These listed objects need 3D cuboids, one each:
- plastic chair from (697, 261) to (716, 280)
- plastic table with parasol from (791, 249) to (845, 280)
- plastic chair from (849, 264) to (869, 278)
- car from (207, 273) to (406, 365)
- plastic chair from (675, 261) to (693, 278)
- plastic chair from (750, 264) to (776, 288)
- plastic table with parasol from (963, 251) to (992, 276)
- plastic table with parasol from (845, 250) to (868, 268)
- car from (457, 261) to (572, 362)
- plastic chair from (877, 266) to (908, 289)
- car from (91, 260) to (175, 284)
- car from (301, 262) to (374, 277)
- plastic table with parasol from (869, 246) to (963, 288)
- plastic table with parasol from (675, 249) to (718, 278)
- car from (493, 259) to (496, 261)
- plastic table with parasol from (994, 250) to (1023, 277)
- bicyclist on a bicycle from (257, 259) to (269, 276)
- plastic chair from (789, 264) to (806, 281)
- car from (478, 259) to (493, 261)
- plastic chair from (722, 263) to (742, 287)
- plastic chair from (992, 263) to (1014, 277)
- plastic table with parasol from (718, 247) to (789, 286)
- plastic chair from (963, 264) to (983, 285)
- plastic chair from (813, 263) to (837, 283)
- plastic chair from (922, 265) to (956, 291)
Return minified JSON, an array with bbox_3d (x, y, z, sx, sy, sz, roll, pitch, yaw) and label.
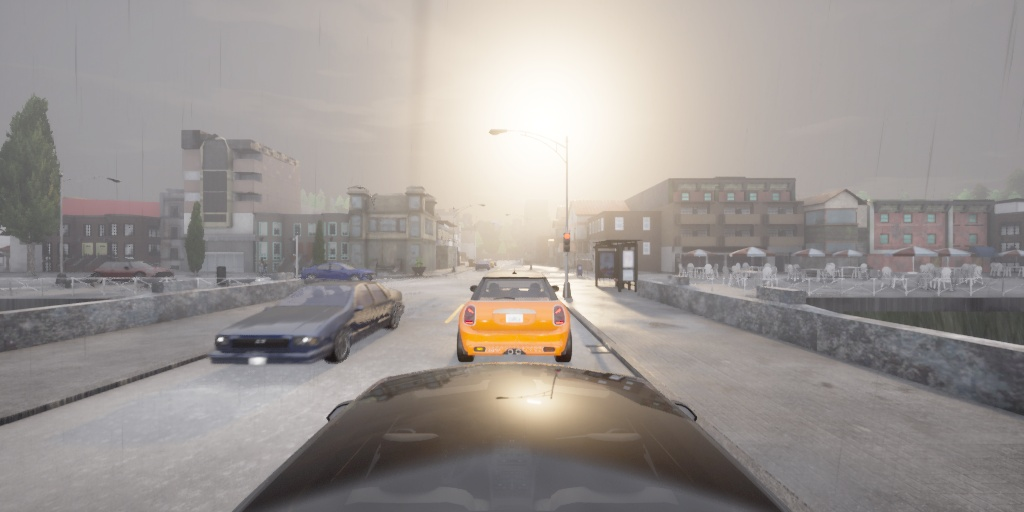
[{"bbox_3d":[15.805,1.279,29.210,0.750,1.272,0.730,0,0,0],"label":"plastic chair"},{"bbox_3d":[22.905,0.675,27.458,2.482,2.480,2.482,0,0,0],"label":"plastic table with parasol"},{"bbox_3d":[29.906,1.278,30.806,0.750,1.272,0.730,0,0,0],"label":"plastic chair"},{"bbox_3d":[-4.065,1.297,8.402,2.033,1.411,5.357,0,0,0],"label":"car"},{"bbox_3d":[14.706,1.278,30.610,0.730,1.272,0.750,0,0,0],"label":"plastic chair"},{"bbox_3d":[15.003,1.279,21.410,0.750,1.272,0.730,0,0,0],"label":"plastic chair"},{"bbox_3d":[30.514,0.675,25.085,2.482,2.480,2.482,0,0,0],"label":"plastic table with parasol"},{"bbox_3d":[30.236,0.674,32.175,2.482,2.480,2.482,0,0,0],"label":"plastic table with parasol"},{"bbox_3d":[0.062,1.102,8.353,2.097,1.767,4.553,0,0,1],"label":"car"},{"bbox_3d":[22.603,1.279,21.308,0.730,1.272,0.750,0,0,0],"label":"plastic chair"},{"bbox_3d":[-27.523,1.105,26.167,4.553,1.767,2.097,0,0,0],"label":"car"},{"bbox_3d":[-12.598,1.227,26.119,5.008,1.535,1.882,0,0,1],"label":"car"},{"bbox_3d":[23.803,0.675,21.257,2.482,2.480,2.482,0,0,0],"label":"plastic table with parasol"},{"bbox_3d":[15.926,0.674,30.490,2.482,2.480,2.482,0,0,0],"label":"plastic table with parasol"},{"bbox_3d":[-4.068,1.226,60.682,1.882,1.535,5.008,0,0,0],"label":"car"},{"bbox_3d":[46.707,0.674,33.180,2.482,2.480,2.482,0,0,0],"label":"plastic table with parasol"},{"bbox_3d":[-24.013,1.098,34.562,0.582,1.620,1.656,0,0,0],"label":"bicyclist on a bicycle"},{"bbox_3d":[21.705,1.279,27.508,0.730,1.272,0.750,0,0,0],"label":"plastic chair"},{"bbox_3d":[-4.088,1.226,51.032,1.882,1.535,5.008,0,0,0],"label":"car"},{"bbox_3d":[13.903,1.279,22.811,0.730,1.272,0.750,0,0,0],"label":"plastic chair"},{"bbox_3d":[45.507,1.278,33.301,0.730,1.272,0.750,0,0,0],"label":"plastic chair"},{"bbox_3d":[15.173,0.675,22.670,2.482,2.480,2.482,0,0,0],"label":"plastic table with parasol"},{"bbox_3d":[30.504,1.279,23.805,0.750,1.272,0.730,0,0,0],"label":"plastic chair"},{"bbox_3d":[22.804,1.279,26.108,0.750,1.272,0.730,0,0,0],"label":"plastic chair"},{"bbox_3d":[23.702,1.279,19.907,0.750,1.272,0.730,0,0,0],"label":"plastic chair"}]
